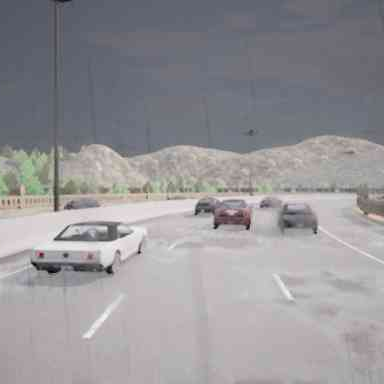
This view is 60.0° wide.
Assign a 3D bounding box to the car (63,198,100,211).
[{"bbox_3d":[-11.525,1.305,35.009,1.994,1.385,4.181,0,0,20],"label":"car"}]

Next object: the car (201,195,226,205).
[{"bbox_3d":[3.338,1.166,50.790,1.812,1.442,4.674,0,0,30],"label":"car"}]

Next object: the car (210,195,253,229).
[{"bbox_3d":[2.657,1.208,20.526,2.097,1.767,4.553,0,0,13],"label":"car"}]

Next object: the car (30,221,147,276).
[{"bbox_3d":[-2.741,1.526,10.140,1.895,1.301,4.718,0,0,6],"label":"car"}]

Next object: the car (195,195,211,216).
[{"bbox_3d":[1.652,1.294,29.743,1.837,1.490,4.892,0,0,18],"label":"car"}]

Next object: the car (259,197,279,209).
[{"bbox_3d":[9.579,1.270,39.965,2.033,1.411,5.357,0,0,26],"label":"car"}]

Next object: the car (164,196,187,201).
[{"bbox_3d":[-2.372,1.224,47.637,1.994,1.385,4.181,0,0,27],"label":"car"}]

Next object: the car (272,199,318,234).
[{"bbox_3d":[5.738,1.365,18.410,2.128,1.511,4.902,0,0,12],"label":"car"}]
